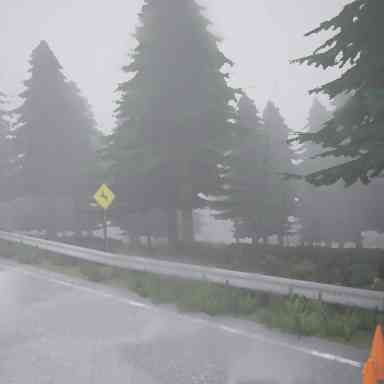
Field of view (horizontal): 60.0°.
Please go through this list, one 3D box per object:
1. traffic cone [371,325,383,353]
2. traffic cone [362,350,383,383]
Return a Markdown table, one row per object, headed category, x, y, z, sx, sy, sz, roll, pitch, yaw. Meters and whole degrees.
| category | x | y | z | sx | sy | sz | roll | pitch | yaw |
| --- | --- | --- | --- | --- | --- | --- | --- | --- | --- |
| traffic cone | 2.322 | 1.956 | 4.131 | 0.340 | 0.580 | 0.340 | 0 | 0 | 34 |
| traffic cone | 1.773 | 1.956 | 3.298 | 0.340 | 0.580 | 0.340 | 0 | 0 | 34 |
